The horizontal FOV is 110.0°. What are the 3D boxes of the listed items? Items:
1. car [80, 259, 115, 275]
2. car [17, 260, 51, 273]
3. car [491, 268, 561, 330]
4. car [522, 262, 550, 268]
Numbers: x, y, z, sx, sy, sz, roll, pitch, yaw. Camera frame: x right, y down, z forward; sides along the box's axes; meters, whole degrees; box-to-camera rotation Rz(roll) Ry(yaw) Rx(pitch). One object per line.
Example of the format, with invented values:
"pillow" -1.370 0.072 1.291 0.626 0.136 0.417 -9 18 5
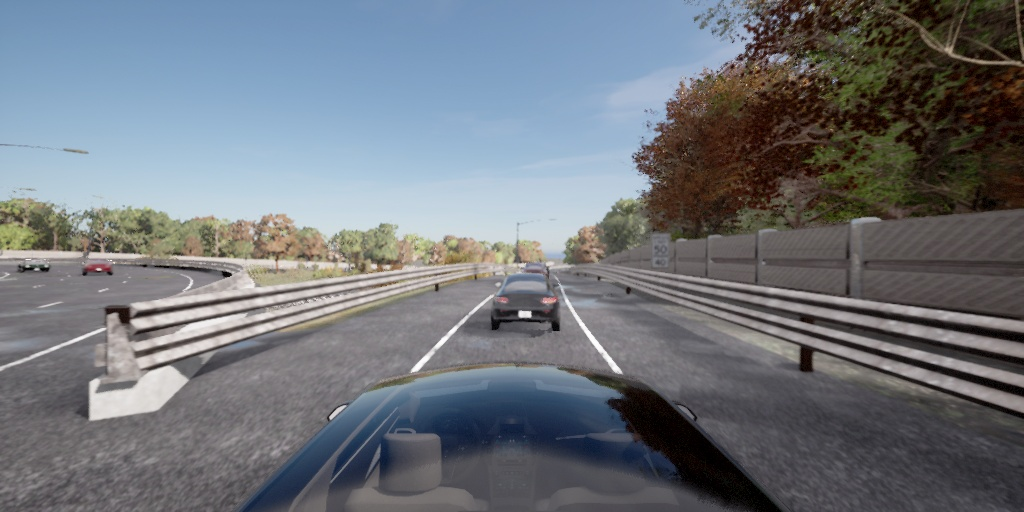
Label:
"car" -40.061 1.058 34.656 4.674 1.442 1.812 0 0 39
"car" -51.753 1.093 38.804 4.718 1.301 1.895 0 0 32
"car" 0.444 1.238 10.832 1.812 1.442 4.674 0 0 3
"car" 1.550 1.216 24.998 1.812 1.442 4.674 0 0 5
